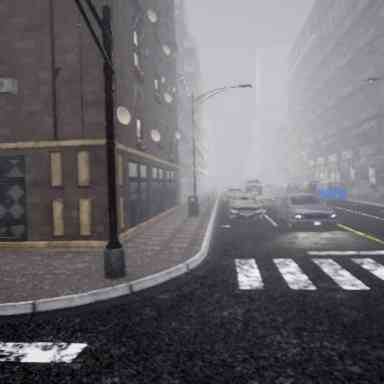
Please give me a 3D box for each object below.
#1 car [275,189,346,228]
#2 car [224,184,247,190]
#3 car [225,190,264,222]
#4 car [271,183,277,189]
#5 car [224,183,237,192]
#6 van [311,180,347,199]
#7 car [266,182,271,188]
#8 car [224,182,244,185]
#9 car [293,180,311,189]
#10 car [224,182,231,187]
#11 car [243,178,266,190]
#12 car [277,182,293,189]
[{"bbox_3d":[5.334,0.793,16.191,2.033,1.411,5.357,-1,2,5],"label":"car"},{"bbox_3d":[4.502,0.165,34.904,1.802,1.307,4.206,-1,2,5],"label":"car"},{"bbox_3d":[2.809,0.797,18.026,2.008,1.369,4.403,-1,2,5],"label":"car"},{"bbox_3d":[13.915,-0.713,51.110,2.008,1.369,4.403,-1,2,5],"label":"car"},{"bbox_3d":[6.587,-0.739,57.421,2.008,1.369,4.403,-1,2,5],"label":"car"},{"bbox_3d":[11.858,-0.049,28.591,1.690,1.788,3.998,-1,2,5],"label":"van"},{"bbox_3d":[15.478,-1.368,67.994,1.887,1.381,4.507,-1,2,5],"label":"car"},{"bbox_3d":[5.007,-0.104,40.362,1.752,1.417,4.829,-1,2,5],"label":"car"},{"bbox_3d":[12.347,-0.293,34.218,2.192,1.841,5.009,-1,2,5],"label":"car"},{"bbox_3d":[9.716,-2.030,91.199,1.887,1.381,4.507,-1,2,5],"label":"car"},{"bbox_3d":[7.803,-0.720,42.961,2.150,2.045,5.566,-1,2,5],"label":"car"},{"bbox_3d":[13.391,-0.606,45.478,1.967,1.590,4.097,-1,2,5],"label":"car"}]
